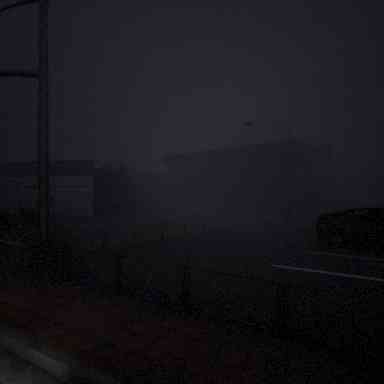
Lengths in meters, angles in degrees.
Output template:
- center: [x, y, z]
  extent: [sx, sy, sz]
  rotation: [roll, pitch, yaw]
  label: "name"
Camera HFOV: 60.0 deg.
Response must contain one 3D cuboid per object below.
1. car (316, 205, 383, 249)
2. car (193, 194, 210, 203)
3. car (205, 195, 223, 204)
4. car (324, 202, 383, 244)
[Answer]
- center: [6.900, 1.341, 12.094]
  extent: [4.514, 1.523, 2.007]
  rotation: [0, 0, 36]
  label: "car"
- center: [2.087, 1.343, 72.007]
  extent: [1.905, 1.878, 3.866]
  rotation: [0, 0, 36]
  label: "car"
- center: [4.111, 1.506, 65.168]
  extent: [2.242, 1.667, 4.611]
  rotation: [0, 0, 36]
  label: "car"
- center: [8.704, 1.332, 14.661]
  extent: [5.027, 1.636, 2.152]
  rotation: [0, 0, 36]
  label: "car"
